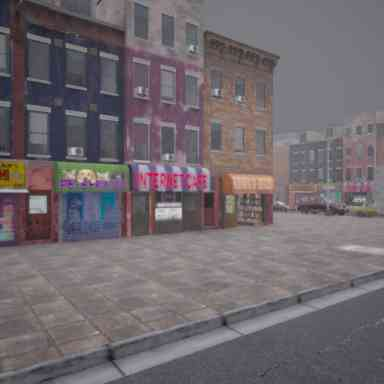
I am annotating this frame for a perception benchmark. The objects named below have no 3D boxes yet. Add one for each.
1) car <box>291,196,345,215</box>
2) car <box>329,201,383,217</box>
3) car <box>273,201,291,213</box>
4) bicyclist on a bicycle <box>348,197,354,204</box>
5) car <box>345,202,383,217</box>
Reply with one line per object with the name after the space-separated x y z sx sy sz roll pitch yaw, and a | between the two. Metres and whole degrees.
12.973 1.376 33.409 2.192 1.841 5.009 0 0 -35 | car
16.377 1.660 33.144 1.895 1.301 4.718 0 0 -34 | car
9.809 1.657 37.849 1.802 1.307 4.206 0 0 -35 | car
17.529 1.372 36.747 1.656 1.620 0.582 0 0 -35 | bicyclist on a bicycle
16.236 1.571 28.831 1.752 1.417 4.829 0 0 -35 | car
